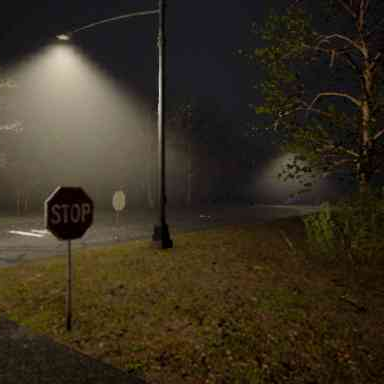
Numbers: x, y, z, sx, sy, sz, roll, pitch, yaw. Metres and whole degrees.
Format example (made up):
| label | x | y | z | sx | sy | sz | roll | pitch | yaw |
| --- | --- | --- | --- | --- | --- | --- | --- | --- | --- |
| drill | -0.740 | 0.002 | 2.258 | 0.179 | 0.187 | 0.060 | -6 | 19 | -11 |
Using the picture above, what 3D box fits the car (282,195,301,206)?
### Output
| label | x | y | z | sx | sy | sz | roll | pitch | yaw |
| --- | --- | --- | --- | --- | --- | --- | --- | --- | --- |
| car | 18.926 | 1.582 | 63.129 | 2.150 | 2.045 | 5.566 | 0 | 1 | 36 |
